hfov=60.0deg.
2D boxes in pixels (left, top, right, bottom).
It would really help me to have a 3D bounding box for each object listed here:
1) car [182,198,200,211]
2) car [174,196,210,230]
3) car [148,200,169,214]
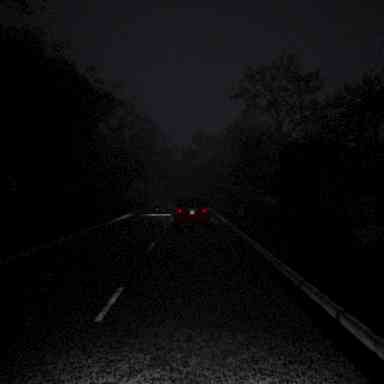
[{"bbox_3d":[-0.134,1.531,41.982,2.128,1.511,4.902,0,0,-1],"label":"car"},{"bbox_3d":[-0.004,1.256,21.597,2.150,2.045,5.566,0,0,0],"label":"car"},{"bbox_3d":[-3.530,1.604,35.722,1.994,1.385,4.181,0,0,0],"label":"car"}]
